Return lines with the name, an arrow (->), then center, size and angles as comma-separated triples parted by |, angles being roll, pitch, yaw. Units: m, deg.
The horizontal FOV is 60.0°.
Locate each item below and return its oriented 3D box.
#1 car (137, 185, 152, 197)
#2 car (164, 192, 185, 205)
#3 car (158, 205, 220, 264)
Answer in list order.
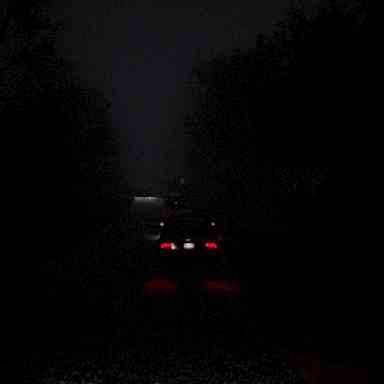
car -> -6.460, -0.163, 44.936 | 1.812, 1.442, 4.674 | 1, 3, -10
car -> -1.701, 0.682, 32.173 | 1.812, 1.442, 4.674 | 1, 3, -7
car -> -0.152, 1.432, 11.371 | 2.033, 1.411, 5.357 | 0, 1, -2
